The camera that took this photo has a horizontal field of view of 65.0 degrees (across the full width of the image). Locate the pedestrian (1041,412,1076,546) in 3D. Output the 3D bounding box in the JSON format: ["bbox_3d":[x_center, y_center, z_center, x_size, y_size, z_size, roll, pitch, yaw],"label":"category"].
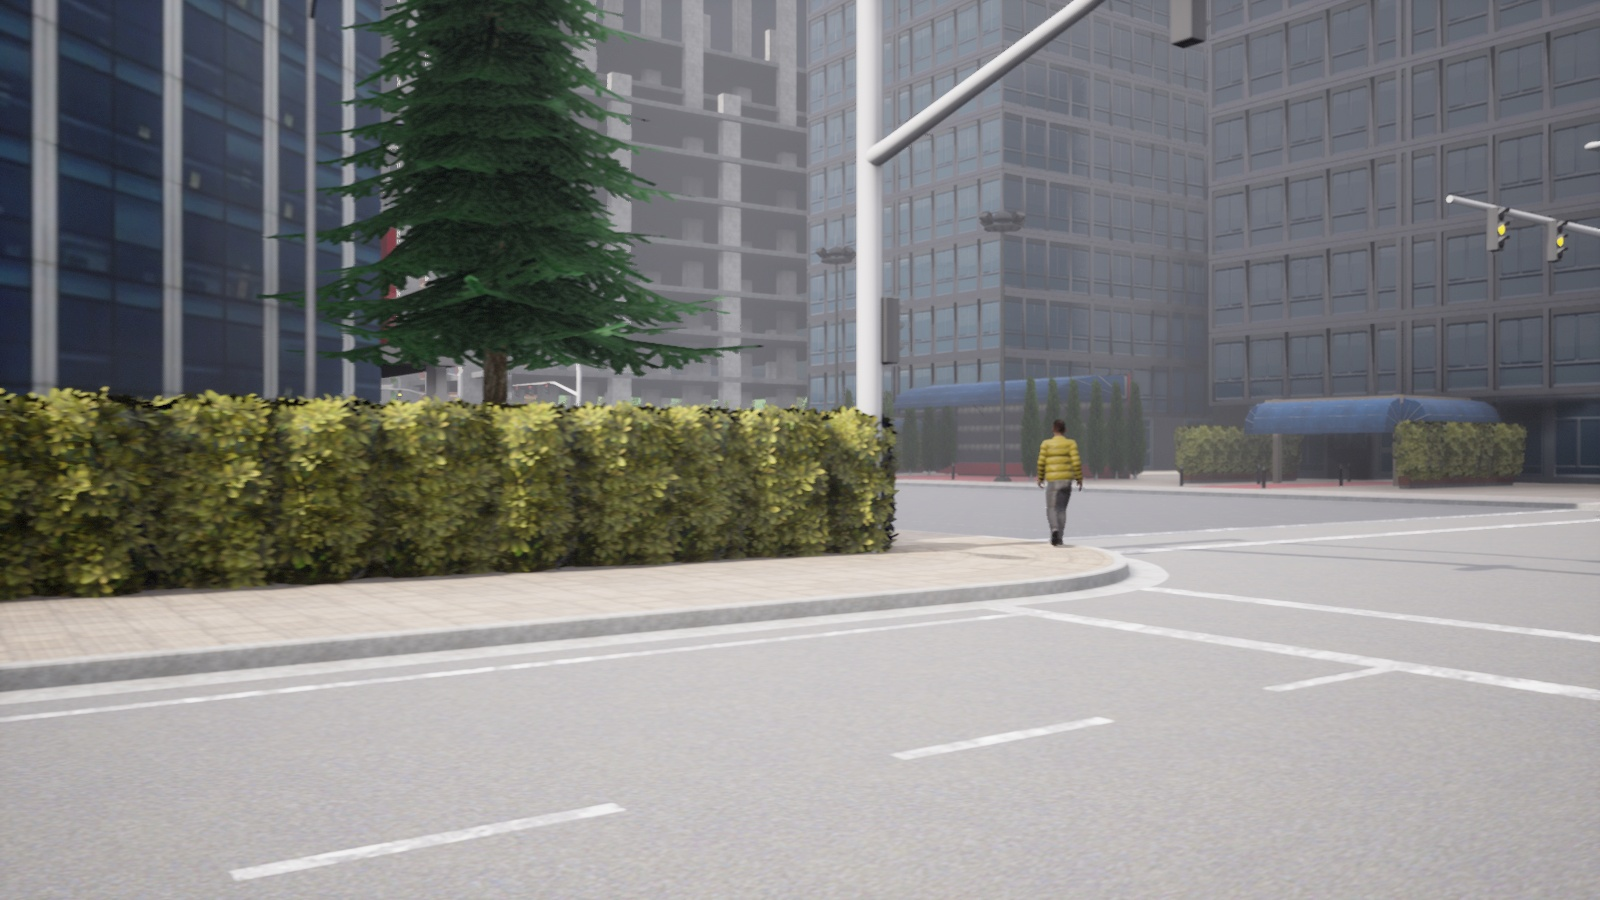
[{"bbox_3d":[3.623,0.400,17.629,0.431,1.840,0.709,0,0,8],"label":"pedestrian"}]
